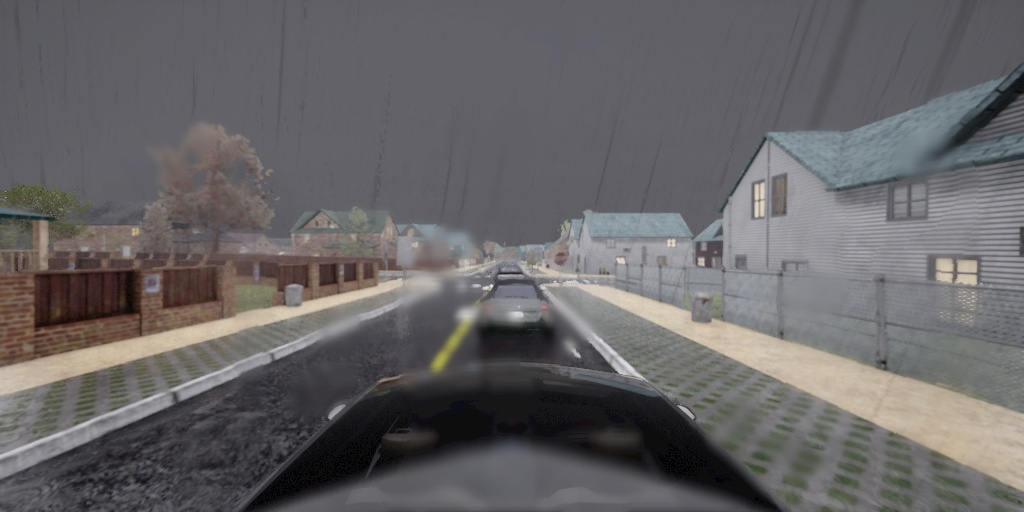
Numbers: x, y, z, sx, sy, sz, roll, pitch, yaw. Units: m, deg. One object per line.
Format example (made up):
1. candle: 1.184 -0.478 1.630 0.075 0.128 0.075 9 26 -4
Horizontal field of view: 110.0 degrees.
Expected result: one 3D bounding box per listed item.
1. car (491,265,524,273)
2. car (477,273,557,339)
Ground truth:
1. car: -0.228 1.327 22.459 2.128 1.511 4.902 0 0 -4
2. car: 0.105 1.348 10.267 1.994 1.385 4.181 0 0 0
